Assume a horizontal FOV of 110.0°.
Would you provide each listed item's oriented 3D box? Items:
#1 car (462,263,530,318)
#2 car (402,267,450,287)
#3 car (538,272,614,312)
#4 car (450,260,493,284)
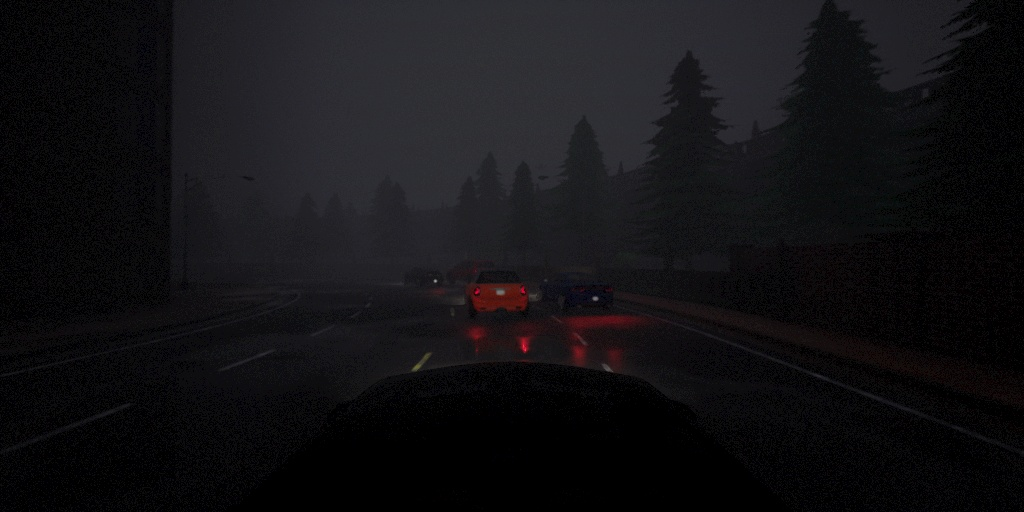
[{"bbox_3d":[-0.742,1.266,14.099,2.097,1.767,4.553,0,-1,-10],"label":"car"},{"bbox_3d":[-7.128,1.610,28.416,1.837,1.490,4.892,1,-1,-38],"label":"car"},{"bbox_3d":[2.542,1.410,15.436,1.882,1.535,5.008,0,-1,-11],"label":"car"},{"bbox_3d":[-3.340,1.339,29.262,2.150,2.045,5.566,1,-1,-36],"label":"car"}]
